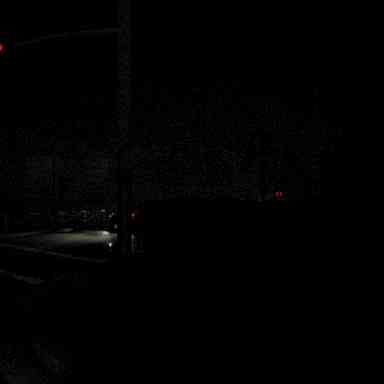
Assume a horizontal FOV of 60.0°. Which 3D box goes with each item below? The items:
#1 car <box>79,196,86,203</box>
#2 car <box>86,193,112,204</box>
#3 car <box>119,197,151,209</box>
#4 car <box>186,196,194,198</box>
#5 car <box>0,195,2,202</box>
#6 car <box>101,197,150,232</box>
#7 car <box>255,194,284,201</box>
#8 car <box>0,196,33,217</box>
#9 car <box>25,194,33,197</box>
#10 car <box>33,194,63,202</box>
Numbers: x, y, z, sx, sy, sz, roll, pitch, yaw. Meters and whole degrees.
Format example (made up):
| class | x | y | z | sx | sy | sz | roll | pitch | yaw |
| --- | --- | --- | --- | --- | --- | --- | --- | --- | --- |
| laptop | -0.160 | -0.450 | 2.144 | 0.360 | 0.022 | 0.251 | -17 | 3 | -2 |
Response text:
| class | x | y | z | sx | sy | sz | roll | pitch | yaw |
| --- | --- | --- | --- | --- | --- | --- | --- | --- | --- |
| car | -18.423 | 1.076 | 60.305 | 1.905 | 1.878 | 3.866 | 0 | 0 | 35 |
| car | -15.813 | 1.097 | 58.964 | 1.932 | 1.855 | 4.605 | 0 | 0 | 35 |
| car | -7.442 | 1.384 | 43.781 | 1.970 | 1.475 | 3.806 | 0 | 0 | 35 |
| car | -0.722 | 1.373 | 48.117 | 1.845 | 1.501 | 3.633 | 0 | 0 | 35 |
| car | -41.354 | 1.297 | 67.501 | 2.007 | 1.523 | 4.514 | 0 | 0 | 35 |
| car | -2.990 | 1.352 | 20.515 | 2.097 | 1.767 | 4.553 | 0 | 0 | 35 |
| car | 8.482 | 1.221 | 37.001 | 2.150 | 2.045 | 5.566 | 0 | 0 | 35 |
| car | -15.753 | 1.339 | 26.860 | 2.007 | 1.523 | 4.514 | 0 | 0 | 35 |
| car | -34.292 | 1.232 | 71.139 | 1.970 | 1.475 | 3.806 | 0 | 0 | 35 |
| car | -28.867 | 1.153 | 67.696 | 2.152 | 1.636 | 5.027 | 0 | 0 | 35 |
